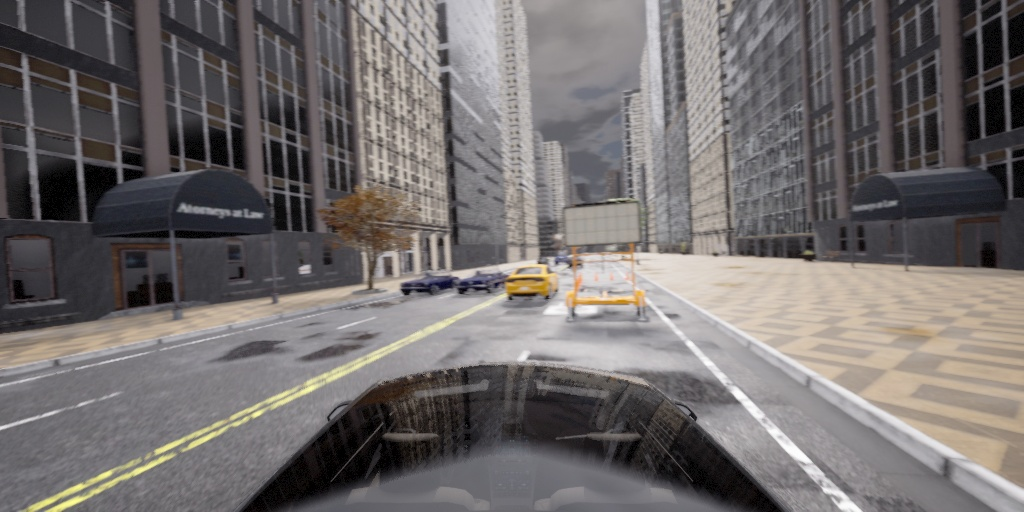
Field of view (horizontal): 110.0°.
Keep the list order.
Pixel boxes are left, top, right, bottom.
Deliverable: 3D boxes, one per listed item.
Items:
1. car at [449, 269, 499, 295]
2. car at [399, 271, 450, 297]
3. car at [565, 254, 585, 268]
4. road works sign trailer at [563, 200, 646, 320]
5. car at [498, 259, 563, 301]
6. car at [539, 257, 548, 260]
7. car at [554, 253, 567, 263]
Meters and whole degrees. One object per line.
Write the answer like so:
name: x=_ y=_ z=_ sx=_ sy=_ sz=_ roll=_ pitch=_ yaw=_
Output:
car: x=-1.601 y=1.414 z=20.609 sx=1.895 sy=1.301 sz=4.718 roll=-3 pitch=0 yaw=14
car: x=-4.754 y=1.575 z=21.381 sx=1.895 sy=1.301 sz=4.718 roll=-3 pitch=0 yaw=14
car: x=8.419 y=0.778 z=47.153 sx=1.837 sy=1.490 sz=4.892 roll=-3 pitch=0 yaw=14
road works sign trailer: x=3.054 y=0.048 z=11.701 sx=2.380 sy=3.560 sz=2.880 roll=0 pitch=0 yaw=15
car: x=1.088 y=1.156 z=17.142 sx=1.882 sy=1.535 sz=5.008 roll=-3 pitch=0 yaw=14
car: x=5.458 y=0.910 z=62.886 sx=1.837 sy=1.490 sz=4.892 roll=-3 pitch=0 yaw=14
car: x=8.580 y=0.490 z=62.027 sx=2.150 sy=2.045 sz=5.566 roll=-3 pitch=0 yaw=14
